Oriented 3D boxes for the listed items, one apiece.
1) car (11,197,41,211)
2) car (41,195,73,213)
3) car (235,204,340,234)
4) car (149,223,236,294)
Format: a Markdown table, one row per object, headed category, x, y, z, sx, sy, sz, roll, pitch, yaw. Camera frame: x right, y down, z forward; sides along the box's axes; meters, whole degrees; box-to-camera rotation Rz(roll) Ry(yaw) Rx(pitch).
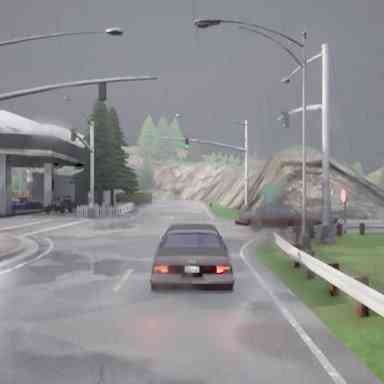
| category | x | y | z | sx | sy | sz | roll | pitch | yaw |
| --- | --- | --- | --- | --- | --- | --- | --- | --- | --- |
| car | -20.224 | 1.464 | 40.803 | 2.242 | 1.667 | 4.611 | 0 | 0 | -1 |
| car | -14.519 | 1.299 | 36.524 | 1.905 | 1.878 | 3.866 | 0 | 0 | -1 |
| car | 5.016 | 1.379 | 17.960 | 5.357 | 1.411 | 2.033 | -1 | 0 | 31 |
| car | 0.003 | 1.544 | 8.939 | 2.033 | 1.411 | 5.357 | 0 | 0 | 0 |
